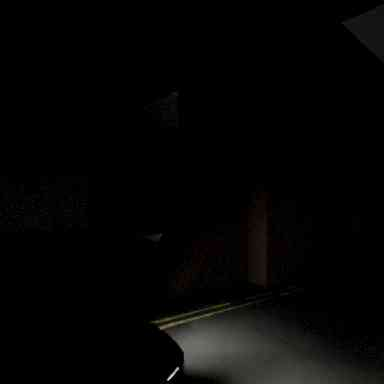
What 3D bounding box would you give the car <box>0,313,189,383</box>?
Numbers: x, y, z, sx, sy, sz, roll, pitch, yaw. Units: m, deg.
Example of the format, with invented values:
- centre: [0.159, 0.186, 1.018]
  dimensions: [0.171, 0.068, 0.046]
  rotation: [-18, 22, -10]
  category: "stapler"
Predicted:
- centre: [-2.164, 1.524, 2.202]
  dimensions: [4.674, 1.442, 1.812]
  rotation: [0, 0, -36]
  category: "car"
